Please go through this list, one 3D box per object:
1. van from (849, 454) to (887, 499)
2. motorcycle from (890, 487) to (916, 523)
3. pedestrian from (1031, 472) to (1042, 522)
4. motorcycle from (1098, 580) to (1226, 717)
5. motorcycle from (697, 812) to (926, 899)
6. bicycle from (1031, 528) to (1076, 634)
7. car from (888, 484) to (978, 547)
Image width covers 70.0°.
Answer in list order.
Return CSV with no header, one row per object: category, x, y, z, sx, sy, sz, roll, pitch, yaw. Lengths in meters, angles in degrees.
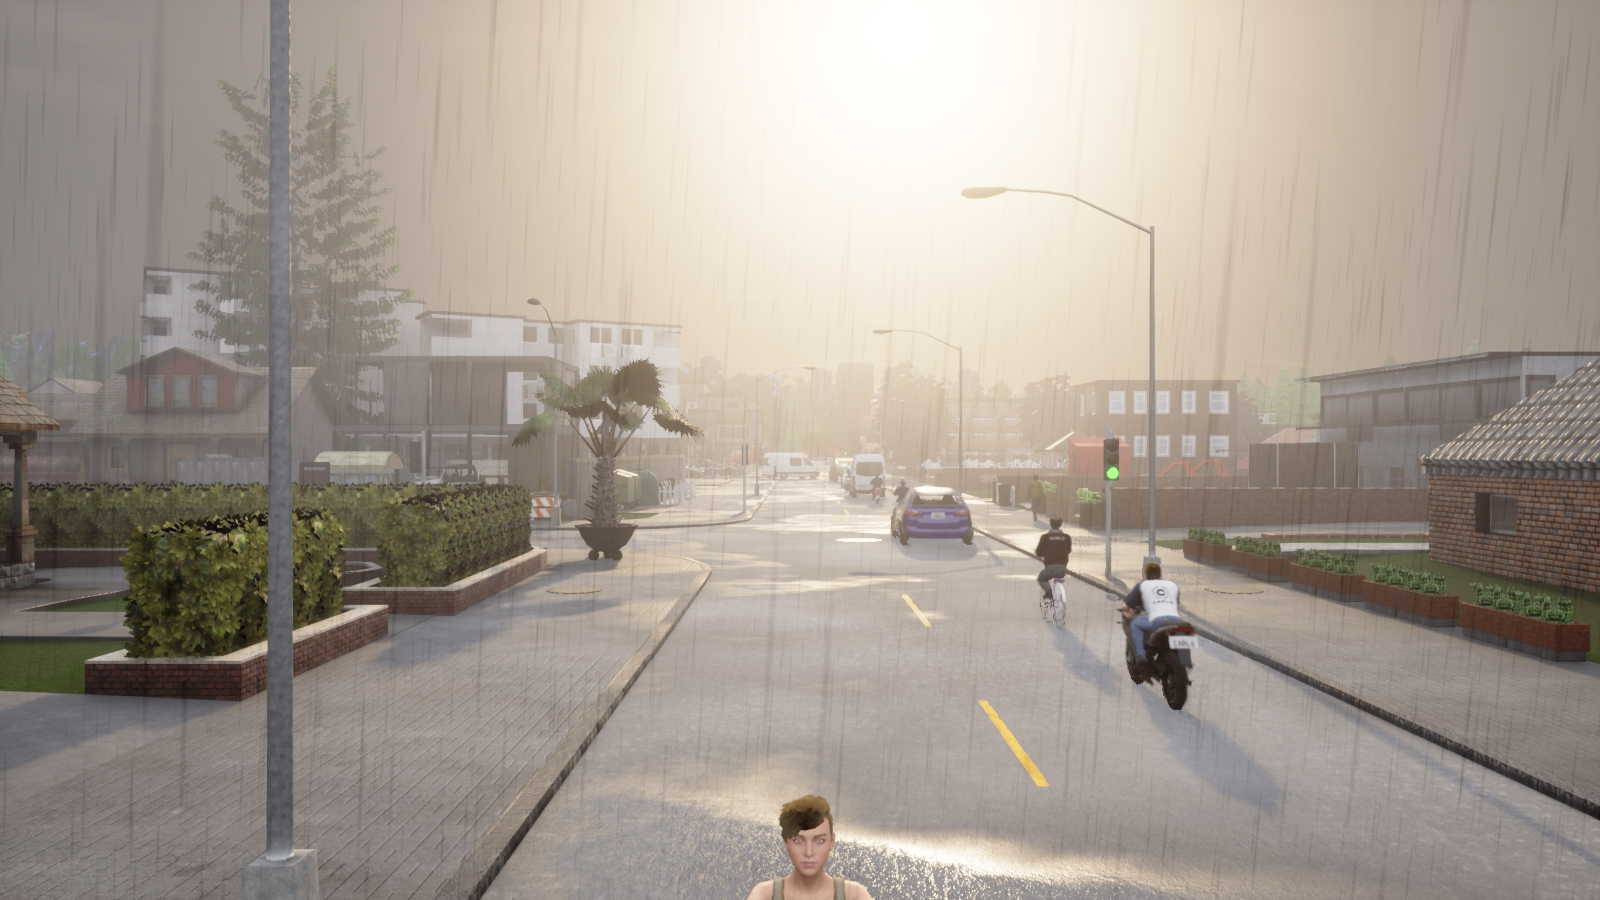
van,4.032,1.534,68.676,1.988,2.561,5.915,0,0,0
motorcycle,4.031,2.142,44.978,0.856,1.316,1.805,0,0,0
pedestrian,8.801,1.744,42.582,0.375,1.860,0.375,0,0,8
motorcycle,4.032,2.185,12.901,0.803,1.199,2.033,0,0,0
motorcycle,0.039,2.154,3.556,0.764,1.307,2.356,0,0,0
bicycle,4.043,2.060,18.304,0.329,1.471,1.835,0,0,0
car,4.034,1.967,35.416,2.242,1.667,4.611,0,0,0
